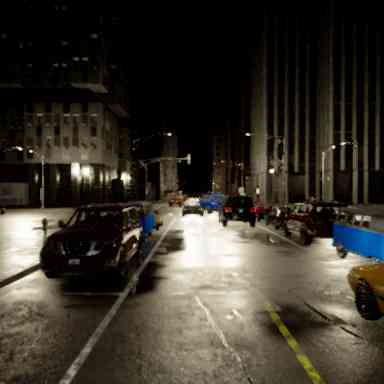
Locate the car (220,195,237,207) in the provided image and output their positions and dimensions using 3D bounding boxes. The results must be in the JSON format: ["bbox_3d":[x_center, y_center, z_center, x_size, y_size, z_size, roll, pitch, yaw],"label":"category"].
[{"bbox_3d":[5.861,1.427,53.893,2.192,1.841,5.009,0,0,0],"label":"car"}]

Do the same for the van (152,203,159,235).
[{"bbox_3d":[-2.743,1.355,15.831,1.690,1.788,3.998,0,0,0],"label":"van"}]

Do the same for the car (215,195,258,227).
[{"bbox_3d":[3.046,1.265,23.296,2.150,2.045,5.566,0,0,0],"label":"car"}]

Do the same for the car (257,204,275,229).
[{"bbox_3d":[5.797,1.598,21.326,2.008,1.369,4.403,0,0,0],"label":"car"}]

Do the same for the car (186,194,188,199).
[{"bbox_3d":[-2.618,1.716,76.492,1.947,1.339,4.313,0,0,0],"label":"car"}]

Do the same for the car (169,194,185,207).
[{"bbox_3d":[-2.664,1.402,53.920,2.192,1.841,5.009,0,0,0],"label":"car"}]

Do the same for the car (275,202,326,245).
[{"bbox_3d":[5.787,1.354,15.801,2.192,1.841,5.009,0,0,0],"label":"car"}]

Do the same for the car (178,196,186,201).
[{"bbox_3d":[-2.596,1.737,87.779,1.887,1.381,4.507,0,0,0],"label":"car"}]

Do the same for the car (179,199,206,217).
[{"bbox_3d":[0.058,1.618,31.869,1.994,1.385,4.181,0,0,0],"label":"car"}]

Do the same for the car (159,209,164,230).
[{"bbox_3d":[-2.730,1.547,21.185,1.752,1.417,4.829,0,0,0],"label":"car"}]

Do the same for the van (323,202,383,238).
[{"bbox_3d":[5.777,1.372,10.275,1.690,1.788,3.998,0,0,0],"label":"van"}]

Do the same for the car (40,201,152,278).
[{"bbox_3d":[-2.754,1.321,10.306,2.192,1.841,5.009,0,0,0],"label":"car"}]

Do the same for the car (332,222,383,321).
[{"bbox_3d":[3.902,1.473,4.308,1.801,1.575,5.366,0,0,0],"label":"car"}]

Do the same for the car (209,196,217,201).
[{"bbox_3d":[5.941,1.784,93.399,1.887,1.381,4.507,0,0,0],"label":"car"}]

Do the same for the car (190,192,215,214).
[{"bbox_3d":[2.078,1.301,36.206,2.150,2.045,5.566,0,0,-20],"label":"car"}]

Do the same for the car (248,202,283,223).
[{"bbox_3d":[5.807,1.601,26.852,1.887,1.381,4.507,0,0,0],"label":"car"}]
